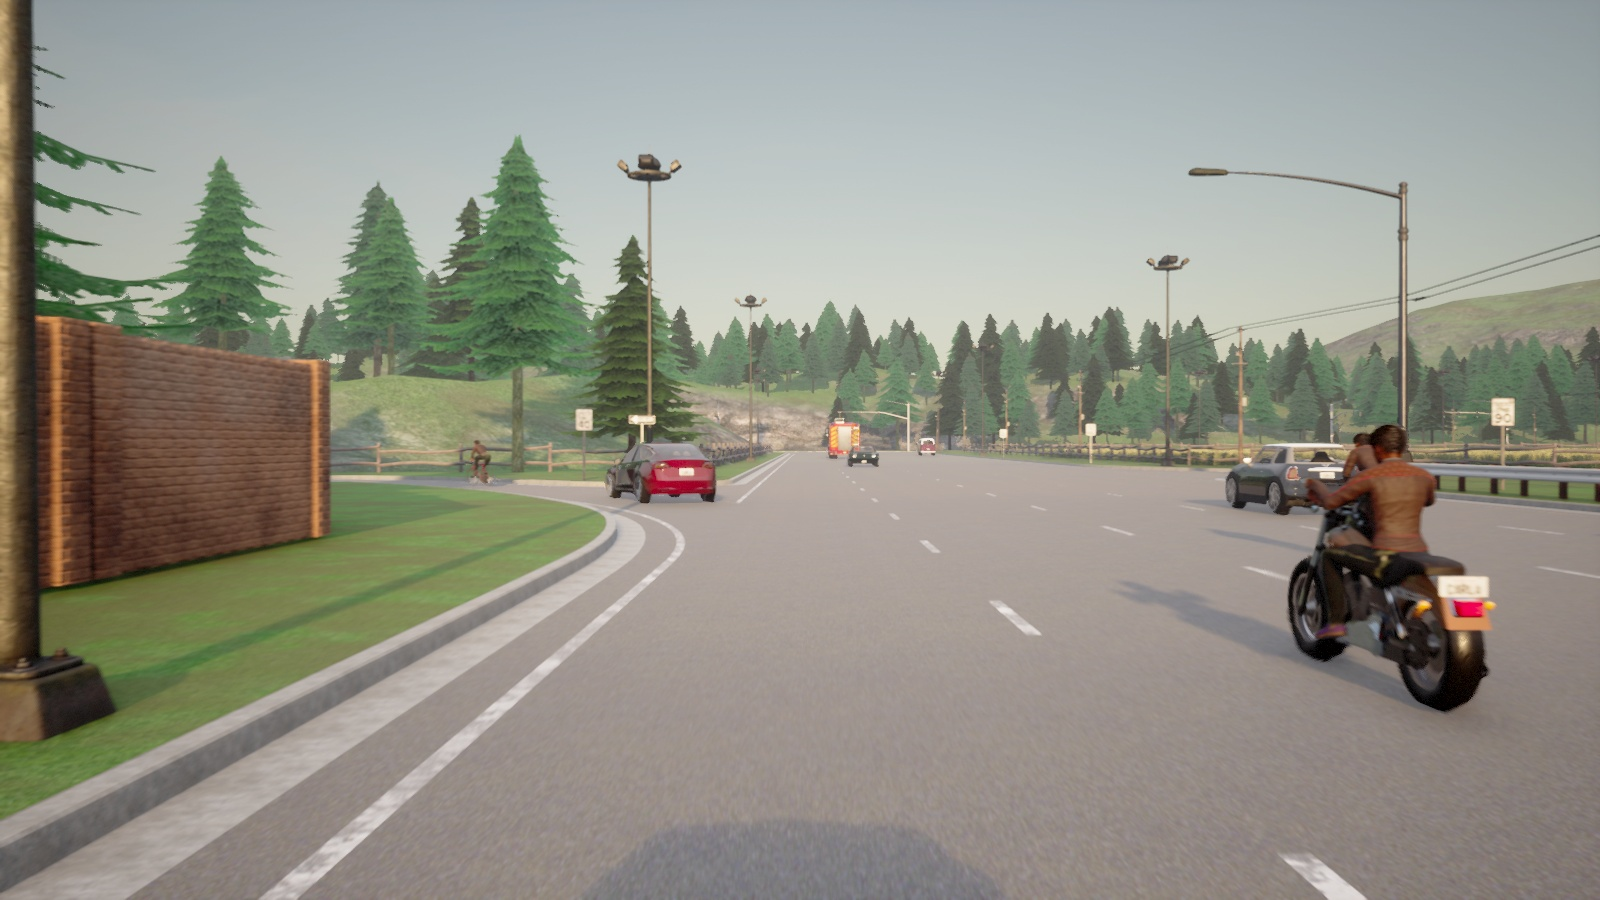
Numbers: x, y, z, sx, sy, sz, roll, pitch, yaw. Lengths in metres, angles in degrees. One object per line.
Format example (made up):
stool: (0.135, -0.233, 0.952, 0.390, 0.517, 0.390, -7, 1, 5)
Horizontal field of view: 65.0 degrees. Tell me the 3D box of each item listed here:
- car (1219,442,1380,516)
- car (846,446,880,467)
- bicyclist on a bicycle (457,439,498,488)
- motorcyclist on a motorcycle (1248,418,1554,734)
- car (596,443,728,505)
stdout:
car: (10.669, 0.568, 27.119, 1.970, 1.475, 3.806, 0, 0, 0)
car: (3.967, 0.403, 79.588, 1.895, 1.301, 4.718, 0, 0, 0)
bicyclist on a bicycle: (-11.050, 0.449, 43.002, 1.656, 1.620, 0.582, 0, 1, 44)
motorcyclist on a motorcycle: (3.559, 0.656, 7.733, 0.766, 1.649, 2.350, 0, 0, 0)
car: (-3.674, 0.560, 32.667, 2.163, 1.488, 4.792, 0, 0, -22)
